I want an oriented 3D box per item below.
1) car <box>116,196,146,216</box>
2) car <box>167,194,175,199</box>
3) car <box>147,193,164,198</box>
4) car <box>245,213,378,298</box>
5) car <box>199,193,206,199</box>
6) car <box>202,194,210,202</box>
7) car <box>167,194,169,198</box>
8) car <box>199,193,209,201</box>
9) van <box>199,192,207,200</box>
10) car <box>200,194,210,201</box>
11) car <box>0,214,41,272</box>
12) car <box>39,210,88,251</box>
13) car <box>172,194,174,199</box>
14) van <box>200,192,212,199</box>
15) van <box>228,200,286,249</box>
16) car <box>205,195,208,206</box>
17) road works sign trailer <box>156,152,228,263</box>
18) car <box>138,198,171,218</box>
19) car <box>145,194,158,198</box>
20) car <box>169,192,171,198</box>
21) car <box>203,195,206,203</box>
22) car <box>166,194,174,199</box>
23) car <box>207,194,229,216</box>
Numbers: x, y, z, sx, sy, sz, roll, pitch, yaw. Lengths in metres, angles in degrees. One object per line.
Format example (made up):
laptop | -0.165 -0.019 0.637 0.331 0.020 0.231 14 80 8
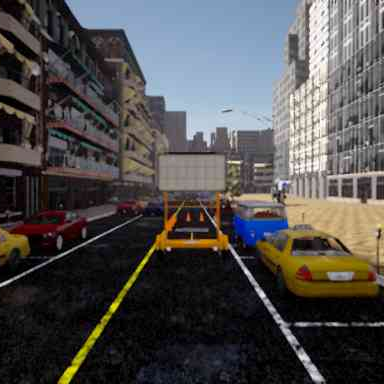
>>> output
car | -5.691 1.375 30.268 1.887 1.381 4.507 0 0 0
car | -5.682 1.137 91.060 1.802 1.307 4.206 0 0 0
car | -5.690 1.062 46.847 2.192 1.841 5.009 0 0 0
car | 2.686 1.475 8.331 1.752 1.417 4.829 0 0 0
car | 2.697 1.101 85.702 1.752 1.417 4.829 0 0 0
car | 2.691 1.329 46.846 1.802 1.307 4.206 0 0 0
car | -5.686 1.245 57.902 2.008 1.369 4.403 0 0 0
car | 2.695 1.062 74.479 1.967 1.590 4.097 0 0 0
van | 2.695 0.940 80.006 1.690 1.788 3.998 0 0 0
car | 2.695 1.211 68.953 1.947 1.339 4.313 0 0 0
car | -5.694 1.477 7.992 1.752 1.417 4.829 0 0 0
car | -5.693 1.464 13.688 1.887 1.381 4.507 0 0 0
car | -5.684 1.166 74.481 1.887 1.381 4.507 0 0 0
van | 2.692 1.035 57.899 1.690 1.788 3.998 0 0 0
van | 2.686 1.260 13.685 1.690 1.788 3.998 0 0 0
car | 2.690 1.327 35.963 1.752 1.417 4.829 0 0 0
road works sign trailer | 0.000 0.395 11.679 2.380 3.560 2.880 0 0 0
car | -3.095 1.440 28.597 1.895 1.301 4.718 0 0 0
car | -5.690 1.301 41.152 1.752 1.417 4.829 0 0 0
car | -5.686 1.109 63.426 1.967 1.590 4.097 0 0 0
car | 2.691 1.356 41.320 1.802 1.307 4.206 0 0 0
car | -5.683 1.159 85.534 1.802 1.307 4.206 0 0 0
car | 2.688 1.270 30.266 1.967 1.590 4.097 0 0 0
